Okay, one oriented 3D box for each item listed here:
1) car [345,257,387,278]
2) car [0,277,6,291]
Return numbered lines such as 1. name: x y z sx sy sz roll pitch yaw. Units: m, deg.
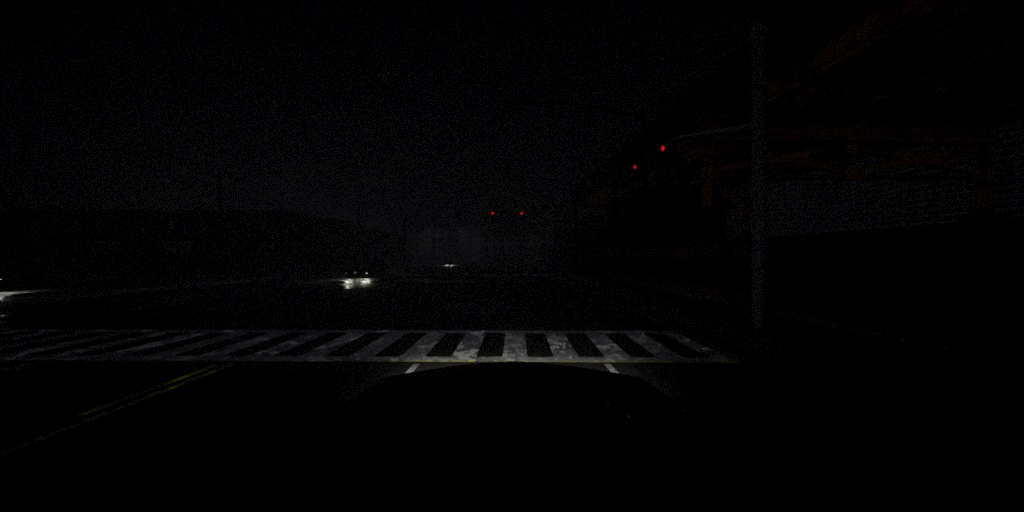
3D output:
1. car: -14.001 1.094 34.792 2.150 2.045 5.566 0 1 0
2. car: -30.638 1.275 19.431 4.674 1.442 1.812 0 0 1
